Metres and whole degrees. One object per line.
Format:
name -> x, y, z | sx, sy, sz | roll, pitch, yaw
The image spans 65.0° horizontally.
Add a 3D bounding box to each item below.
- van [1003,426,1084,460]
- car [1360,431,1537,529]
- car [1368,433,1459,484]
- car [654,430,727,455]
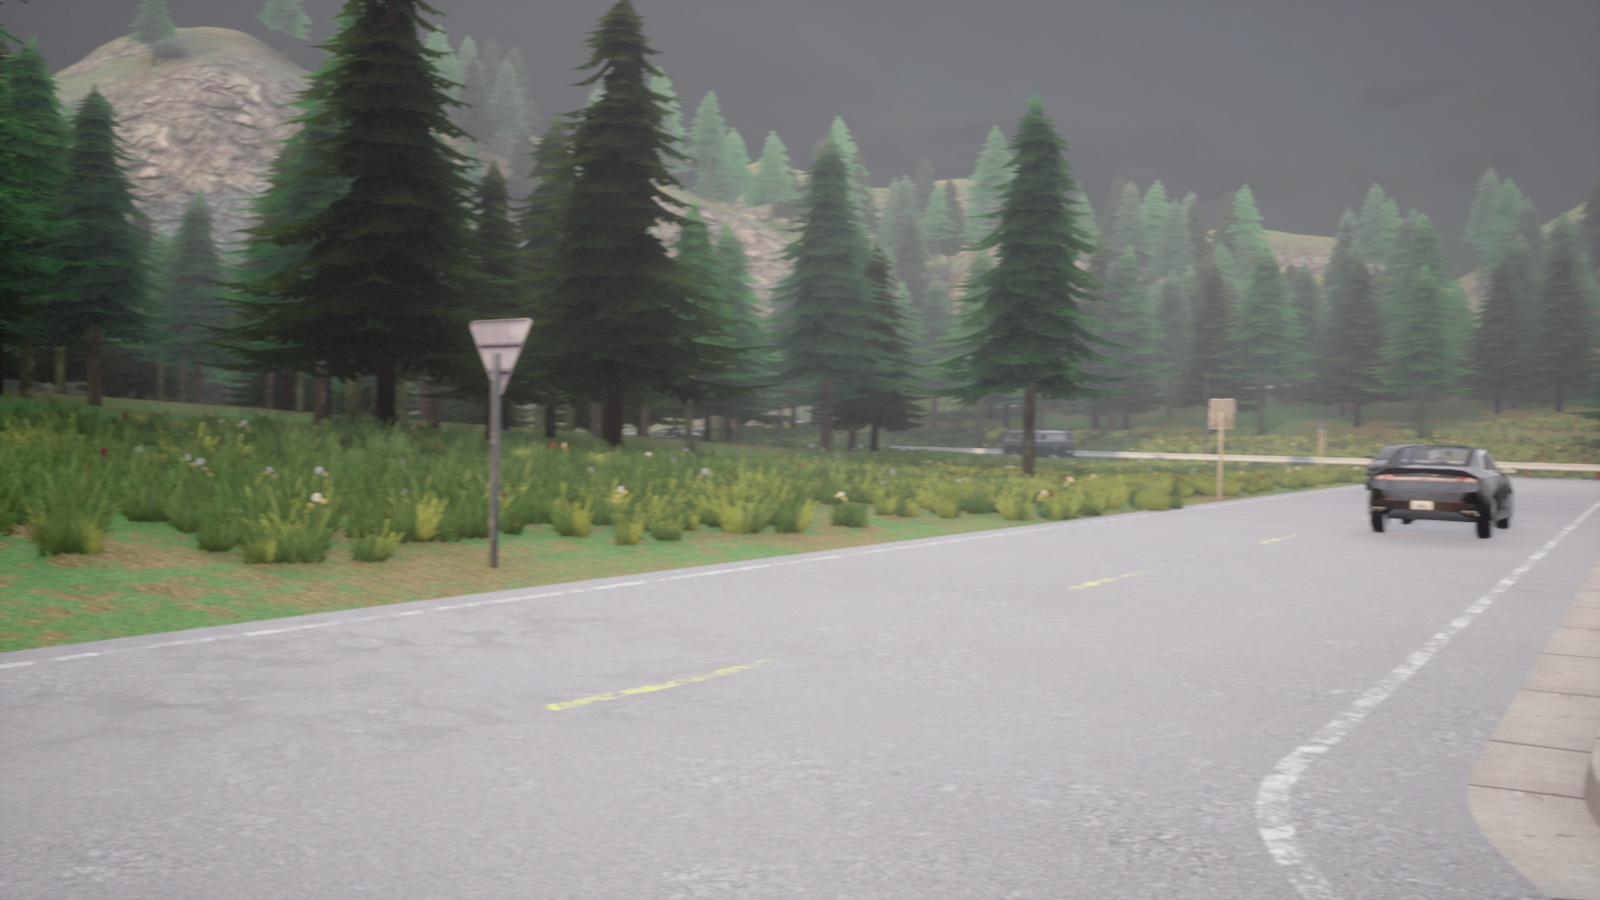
van -> 14.636, -0.462, 75.687 | 4.442, 1.987, 1.775 | 1, 1, 35
car -> 11.473, 0.426, 22.017 | 2.128, 1.511, 4.902 | 1, 1, 35
car -> 19.317, 0.209, 39.447 | 1.837, 1.490, 4.892 | 1, 1, 35
car -> -7.584, -0.549, 86.814 | 4.611, 1.667, 2.242 | 1, 1, 35
